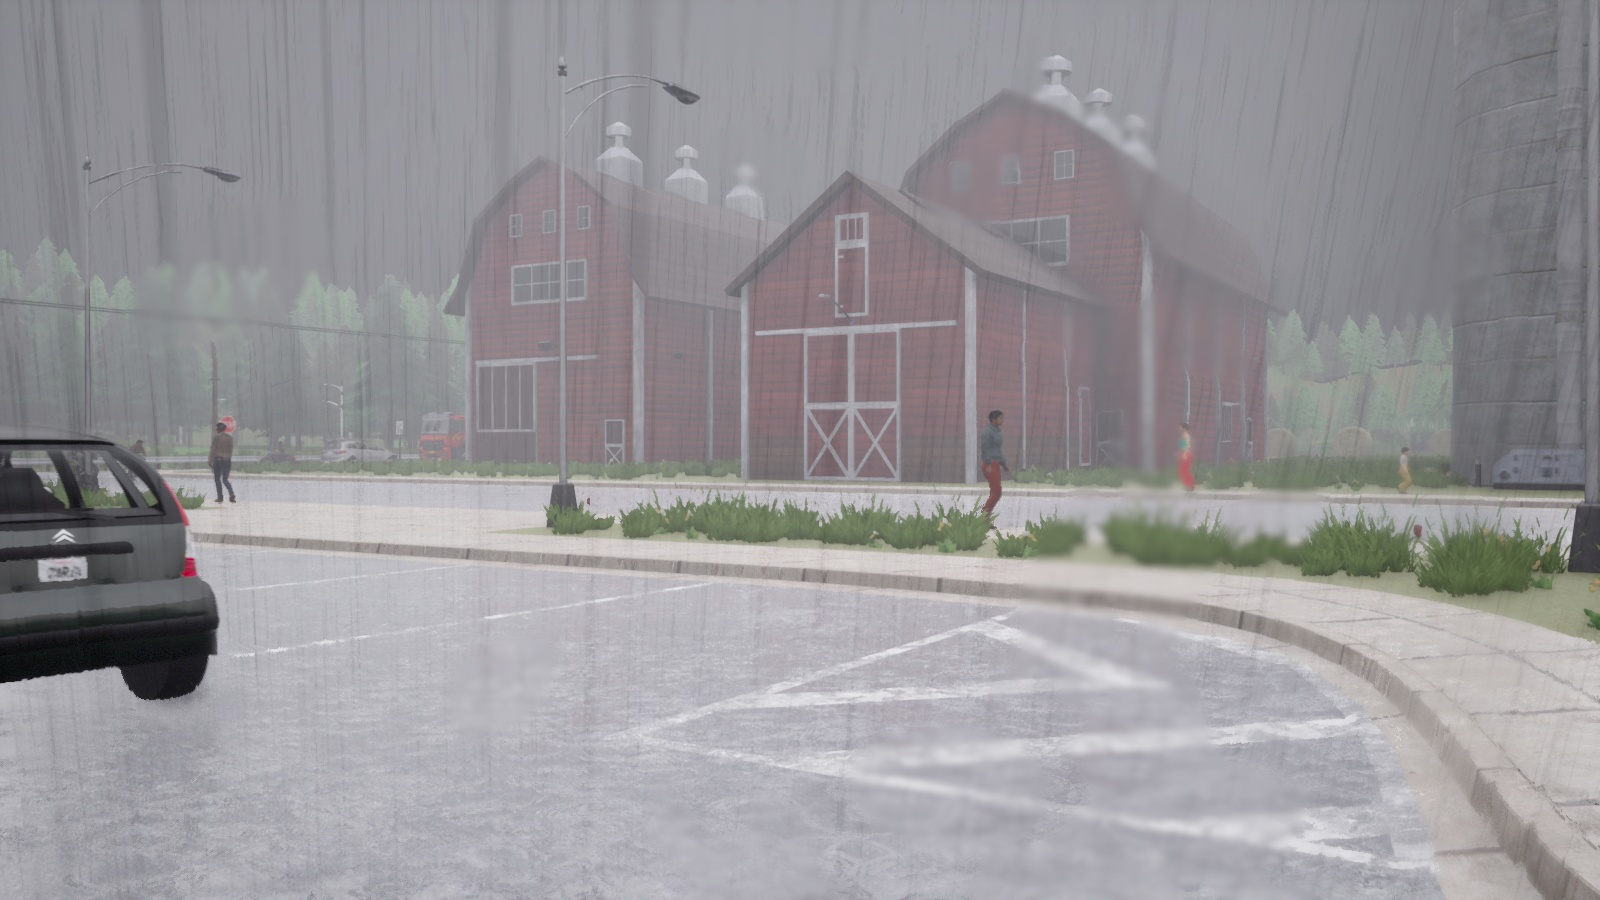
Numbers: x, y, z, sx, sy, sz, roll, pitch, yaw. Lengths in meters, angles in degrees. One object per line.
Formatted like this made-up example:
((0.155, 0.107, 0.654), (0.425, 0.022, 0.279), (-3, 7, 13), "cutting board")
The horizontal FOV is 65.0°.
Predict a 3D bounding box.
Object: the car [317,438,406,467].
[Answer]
((-25.933, 0.135, 74.396), (2.242, 1.667, 4.611), (0, 0, 31), "car")

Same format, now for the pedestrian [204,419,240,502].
((-12.889, 0.228, 27.980), (0.869, 1.805, 0.328), (0, 0, 34), "pedestrian")

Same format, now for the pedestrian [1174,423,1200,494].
((10.139, 0.219, 32.914), (0.594, 1.836, 0.345), (0, 0, 26), "pedestrian")

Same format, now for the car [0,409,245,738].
((-5.319, 0.596, 7.646), (3.988, 1.617, 1.851), (0, 0, 37), "car")

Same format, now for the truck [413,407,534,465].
((-22.451, -0.943, 86.838), (2.891, 3.827, 8.468), (0, 0, 31), "truck")

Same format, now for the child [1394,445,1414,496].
((15.261, 0.510, 31.714), (0.437, 1.263, 0.270), (0, 0, 31), "child")

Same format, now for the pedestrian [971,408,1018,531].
((2.968, 0.293, 19.180), (0.614, 1.847, 0.353), (0, 0, 30), "pedestrian")

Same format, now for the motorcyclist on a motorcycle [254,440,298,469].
((-30.629, 0.243, 73.414), (0.766, 1.649, 2.350), (0, 1, 31), "motorcyclist on a motorcycle")
